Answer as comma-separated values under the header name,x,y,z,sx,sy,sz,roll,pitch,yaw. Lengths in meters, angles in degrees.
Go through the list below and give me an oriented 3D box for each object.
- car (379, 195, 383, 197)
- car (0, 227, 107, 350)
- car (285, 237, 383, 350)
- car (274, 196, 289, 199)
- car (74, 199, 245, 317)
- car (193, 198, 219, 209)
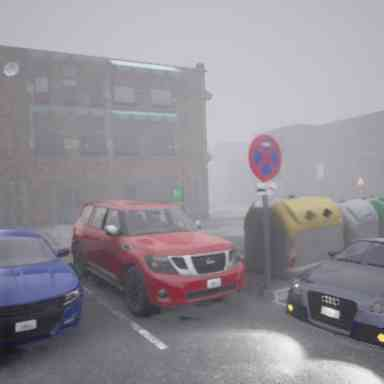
name,x,y,z,sx,sy,sz,roll,pitch,yaw
car,15.943,0.919,26.743,1.882,1.535,5.008,-2,0,-9
car,-3.634,1.489,6.416,2.097,1.535,5.008,1,-1,-36
car,3.629,1.586,6.126,4.181,1.385,1.994,0,0,-37
car,10.911,1.283,40.551,1.882,1.535,5.008,-3,0,-23
car,-1.217,1.254,8.102,2.435,2.045,5.566,1,0,-36
car,2.176,1.800,52.672,2.128,1.511,4.902,-3,0,-23
